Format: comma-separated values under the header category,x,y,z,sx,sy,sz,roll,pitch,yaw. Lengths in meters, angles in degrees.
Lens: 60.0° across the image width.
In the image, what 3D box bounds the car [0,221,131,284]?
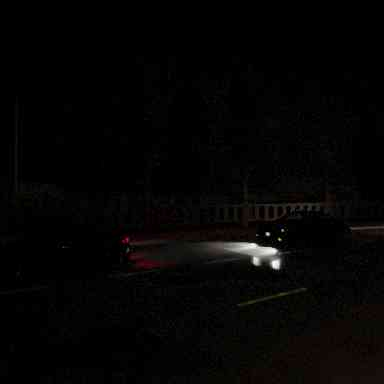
category,x,y,z,sx,sy,sz,roll,pitch,yaw
car,-3.917,1.562,9.592,4.181,1.385,1.994,0,0,-31

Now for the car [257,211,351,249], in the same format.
category,x,y,z,sx,sy,sz,roll,pitch,yaw
car,4.919,1.556,14.583,4.181,1.385,1.994,0,0,-26
